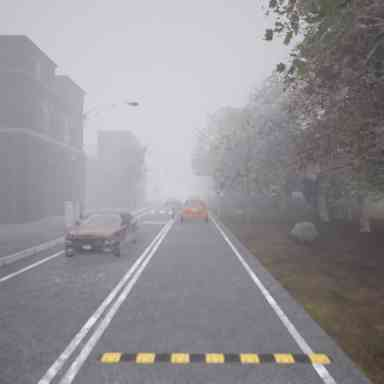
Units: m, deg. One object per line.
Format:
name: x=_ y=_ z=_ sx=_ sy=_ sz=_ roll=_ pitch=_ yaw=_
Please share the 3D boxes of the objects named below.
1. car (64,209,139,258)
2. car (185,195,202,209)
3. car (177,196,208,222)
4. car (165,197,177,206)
car: x=-3.307 y=1.477 z=13.004 sx=1.882 sy=1.535 sz=5.008 roll=0 pitch=0 yaw=0
car: x=0.153 y=1.290 z=43.631 sx=2.097 sy=1.767 sz=4.553 roll=0 pitch=0 yaw=0
car: x=0.160 y=1.335 z=26.448 sx=2.097 sy=1.767 sz=4.553 roll=0 pitch=0 yaw=0
car: x=-3.269 y=1.443 z=54.041 sx=2.033 sy=1.411 sz=5.357 roll=0 pitch=0 yaw=0
